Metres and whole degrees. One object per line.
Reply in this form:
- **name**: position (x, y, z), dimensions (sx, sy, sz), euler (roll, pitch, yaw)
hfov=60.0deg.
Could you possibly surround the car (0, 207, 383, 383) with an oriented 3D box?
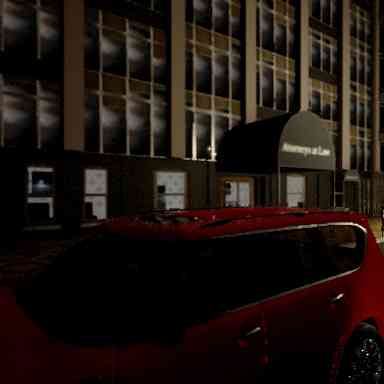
- **car**: position (-0.120, 1.220, 3.291), dimensions (5.566, 2.045, 2.150), euler (0, 0, -35)

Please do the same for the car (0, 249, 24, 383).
- **car**: position (-4.263, 1.584, 3.521), dimensions (4.206, 1.307, 1.802), euler (0, 0, -35)

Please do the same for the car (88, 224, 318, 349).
- **car**: position (0.378, 1.547, 6.826), dimensions (4.403, 1.369, 2.008), euler (0, 0, -35)
